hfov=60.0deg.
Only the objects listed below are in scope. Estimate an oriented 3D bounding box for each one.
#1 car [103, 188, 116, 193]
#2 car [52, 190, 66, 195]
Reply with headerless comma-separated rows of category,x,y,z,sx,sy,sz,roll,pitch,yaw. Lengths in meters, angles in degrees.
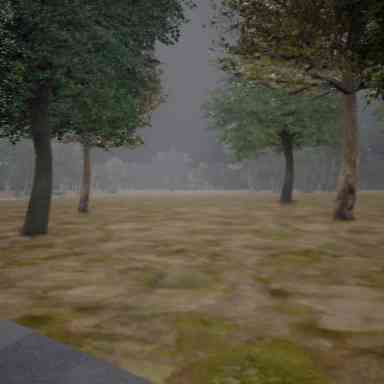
car,-19.927,-0.130,81.065,1.837,1.490,4.892,-1,0,34
car,-28.198,0.225,68.580,1.812,1.442,4.674,-1,1,33
